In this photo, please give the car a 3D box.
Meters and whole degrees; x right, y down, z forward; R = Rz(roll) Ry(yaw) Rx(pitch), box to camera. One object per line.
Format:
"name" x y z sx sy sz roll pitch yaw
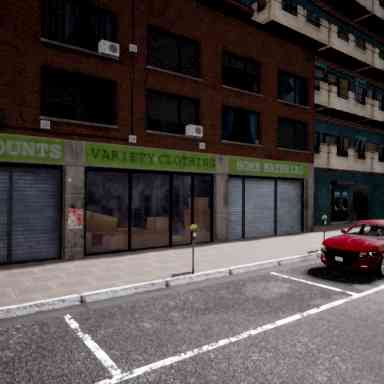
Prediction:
"car" 5.767 1.548 10.209 4.507 1.381 1.887 0 1 -36
